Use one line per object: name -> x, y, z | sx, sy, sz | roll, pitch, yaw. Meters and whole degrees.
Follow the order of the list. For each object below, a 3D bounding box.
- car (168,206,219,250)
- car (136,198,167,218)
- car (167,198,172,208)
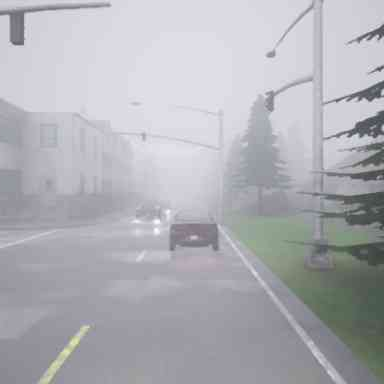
car -> 0.071, 1.459, 14.228 | 1.882, 1.535, 5.008 | 0, 0, 0
car -> -3.651, 1.315, 29.451 | 2.097, 1.767, 4.553 | 0, 0, 0
car -> -3.670, 1.472, 42.899 | 1.812, 1.442, 4.674 | 0, 0, 0
